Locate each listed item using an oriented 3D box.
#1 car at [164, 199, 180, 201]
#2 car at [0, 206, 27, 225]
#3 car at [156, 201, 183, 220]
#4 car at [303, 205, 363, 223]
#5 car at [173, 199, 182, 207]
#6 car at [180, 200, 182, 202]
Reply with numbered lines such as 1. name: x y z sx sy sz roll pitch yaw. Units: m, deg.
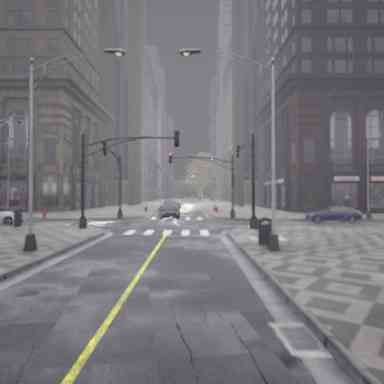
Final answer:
1. car: -3.118 1.832 45.385 2.097 1.767 4.553 0 -1 0
2. car: -14.852 1.739 24.899 4.674 1.442 1.812 0 -1 -1
3. car: -2.446 1.891 32.522 2.033 1.411 5.357 0 -1 -12
4. car: 11.866 1.861 28.109 4.674 1.442 1.812 0 -1 2
5. car: -3.036 2.293 70.769 1.812 1.442 4.674 0 -1 0
6. car: -3.090 2.152 58.291 1.812 1.442 4.674 0 0 0
